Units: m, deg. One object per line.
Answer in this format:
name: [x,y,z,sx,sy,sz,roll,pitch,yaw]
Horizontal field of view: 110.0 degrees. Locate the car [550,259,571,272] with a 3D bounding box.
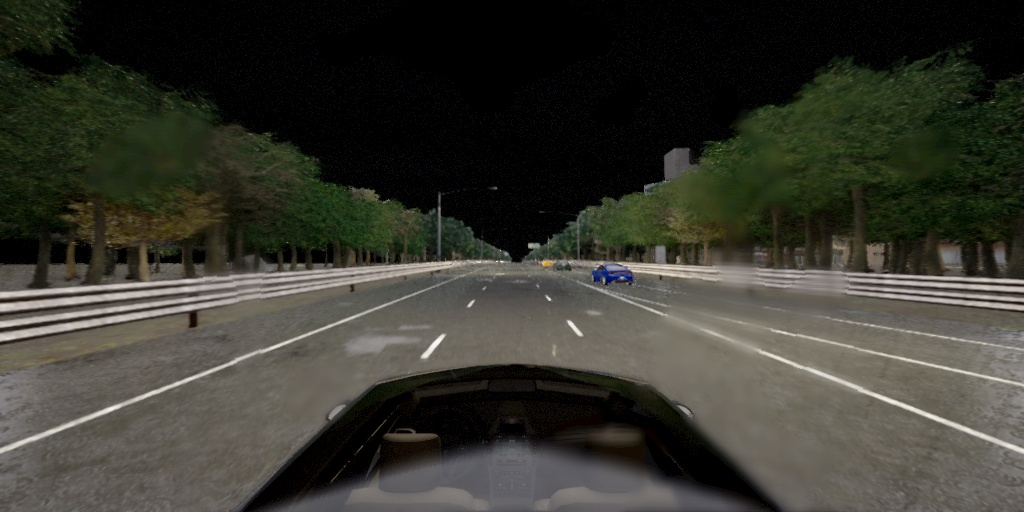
car: [7.040,1.239,50.740,2.097,1.767,4.553,0,0,0]

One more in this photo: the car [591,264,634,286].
car: [7.165,1.298,26.053,1.882,1.535,5.008,0,0,-2]
